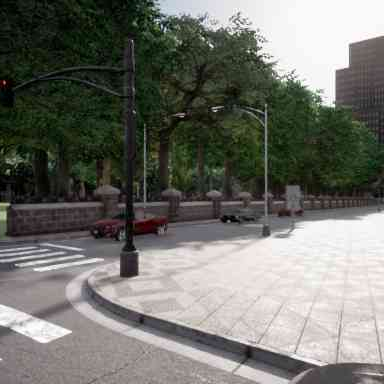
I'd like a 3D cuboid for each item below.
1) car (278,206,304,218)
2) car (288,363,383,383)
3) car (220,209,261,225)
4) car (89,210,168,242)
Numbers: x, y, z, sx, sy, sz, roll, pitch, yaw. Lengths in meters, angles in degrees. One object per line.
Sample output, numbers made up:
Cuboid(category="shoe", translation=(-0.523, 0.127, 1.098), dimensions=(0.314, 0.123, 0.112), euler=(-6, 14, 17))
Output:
Cuboid(category="car", translation=(12.072, 2.336, 40.483), dimensions=(1.882, 1.535, 5.008), euler=(0, -1, 36))
Cuboid(category="car", translation=(2.371, 1.551, 1.272), dimensions=(4.403, 1.369, 2.008), euler=(0, 0, 36))
Cuboid(category="car", translation=(4.338, 2.178, 29.584), dimensions=(1.895, 1.301, 4.718), euler=(0, -1, 35))
Cuboid(category="car", translation=(-3.390, 1.779, 18.619), dimensions=(1.882, 1.535, 5.008), euler=(0, -1, 34))
